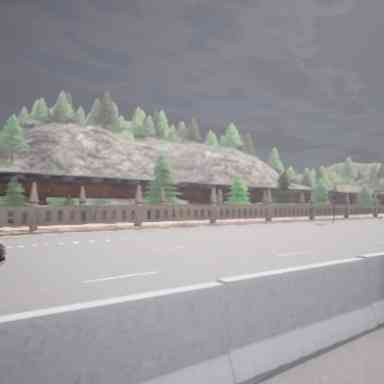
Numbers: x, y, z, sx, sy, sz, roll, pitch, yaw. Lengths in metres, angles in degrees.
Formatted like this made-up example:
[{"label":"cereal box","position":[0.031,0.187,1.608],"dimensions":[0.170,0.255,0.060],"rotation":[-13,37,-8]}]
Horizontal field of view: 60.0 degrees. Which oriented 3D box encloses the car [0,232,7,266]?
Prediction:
[{"label":"car","position":[-7.017,1.489,7.585],"dimensions":[4.902,1.511,2.128],"rotation":[0,0,-35]}]
